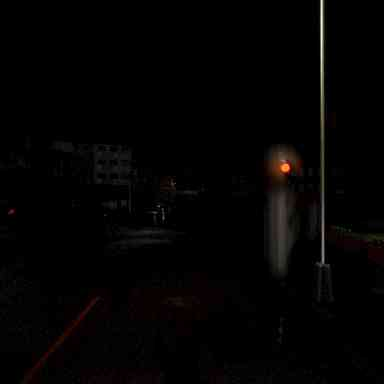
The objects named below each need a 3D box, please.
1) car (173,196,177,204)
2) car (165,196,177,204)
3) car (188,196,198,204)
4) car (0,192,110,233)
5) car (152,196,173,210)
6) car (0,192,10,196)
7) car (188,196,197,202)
[{"bbox_3d":[-4.008,1.491,53.028,2.128,1.511,4.902,0,0,0],"label":"car"},{"bbox_3d":[-3.953,1.477,63.202,1.882,1.535,5.008,0,0,0],"label":"car"},{"bbox_3d":[0.107,1.547,66.178,2.033,1.411,5.357,0,0,0],"label":"car"},{"bbox_3d":[-7.621,1.223,19.416,5.566,2.045,2.150,0,1,-11],"label":"car"},{"bbox_3d":[-4.031,1.491,43.064,2.128,1.511,4.902,0,0,0],"label":"car"},{"bbox_3d":[-19.702,0.985,34.984,1.905,1.878,3.866,0,0,35],"label":"car"},{"bbox_3d":[0.124,1.583,76.773,1.895,1.301,4.718,0,0,0],"label":"car"}]
